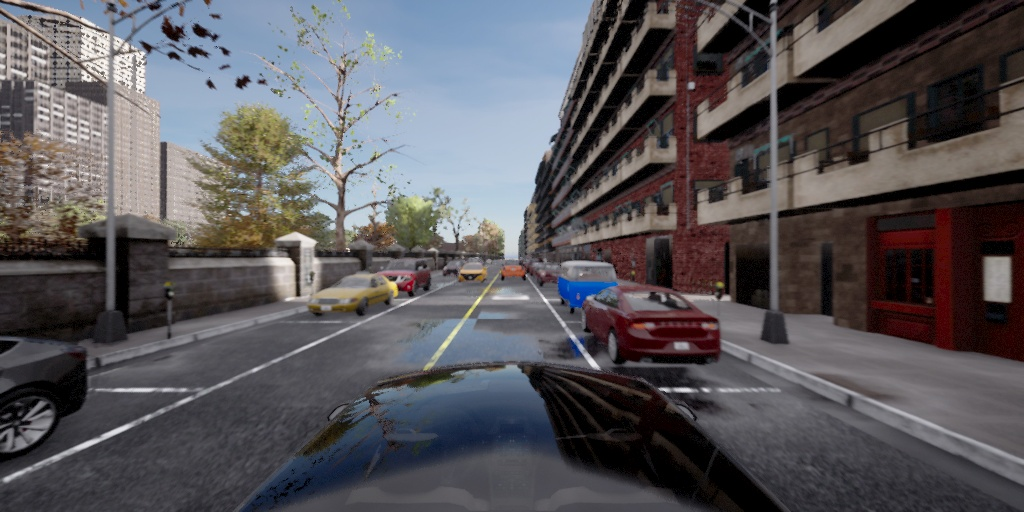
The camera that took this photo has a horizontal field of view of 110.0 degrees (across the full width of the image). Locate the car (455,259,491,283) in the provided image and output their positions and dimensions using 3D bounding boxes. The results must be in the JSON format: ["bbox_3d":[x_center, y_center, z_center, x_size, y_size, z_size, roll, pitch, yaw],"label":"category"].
[{"bbox_3d":[-2.996,1.277,28.225,1.882,1.535,5.008,0,0,0],"label":"car"}]

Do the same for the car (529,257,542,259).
[{"bbox_3d":[2.697,1.077,41.704,2.192,1.841,5.009,0,0,0],"label":"car"}]

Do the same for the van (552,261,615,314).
[{"bbox_3d":[2.693,1.090,13.554,1.690,1.789,3.998,0,0,0],"label":"van"}]

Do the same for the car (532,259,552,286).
[{"bbox_3d":[2.695,1.192,24.814,1.967,1.591,4.097,0,0,0],"label":"car"}]

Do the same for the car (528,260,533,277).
[{"bbox_3d":[2.695,1.305,30.444,2.007,1.370,4.403,0,0,0],"label":"car"}]

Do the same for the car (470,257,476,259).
[{"bbox_3d":[-5.684,1.203,41.705,1.967,1.591,4.097,0,0,0],"label":"car"}]

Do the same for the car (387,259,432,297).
[{"bbox_3d":[-5.687,1.065,19.185,2.192,1.841,5.009,0,0,0],"label":"car"}]

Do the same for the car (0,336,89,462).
[{"bbox_3d":[-5.689,1.316,2.294,1.948,1.339,4.313,0,0,0],"label":"car"}]

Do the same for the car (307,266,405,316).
[{"bbox_3d":[-5.687,1.275,13.385,1.751,1.417,4.829,0,0,0],"label":"car"}]

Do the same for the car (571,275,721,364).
[{"bbox_3d":[2.692,1.294,7.923,1.888,1.381,4.507,0,0,0],"label":"car"}]

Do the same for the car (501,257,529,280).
[{"bbox_3d":[0.103,1.107,31.442,2.097,1.767,4.553,0,0,0],"label":"car"}]

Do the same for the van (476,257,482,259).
[{"bbox_3d":[-5.683,1.115,52.965,1.690,1.789,3.998,0,0,0],"label":"van"}]

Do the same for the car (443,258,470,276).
[{"bbox_3d":[-5.685,1.198,36.076,1.967,1.591,4.097,0,0,0],"label":"car"}]

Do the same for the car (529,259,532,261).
[{"bbox_3d":[2.696,1.304,36.074,1.888,1.381,4.507,0,0,0],"label":"car"}]
